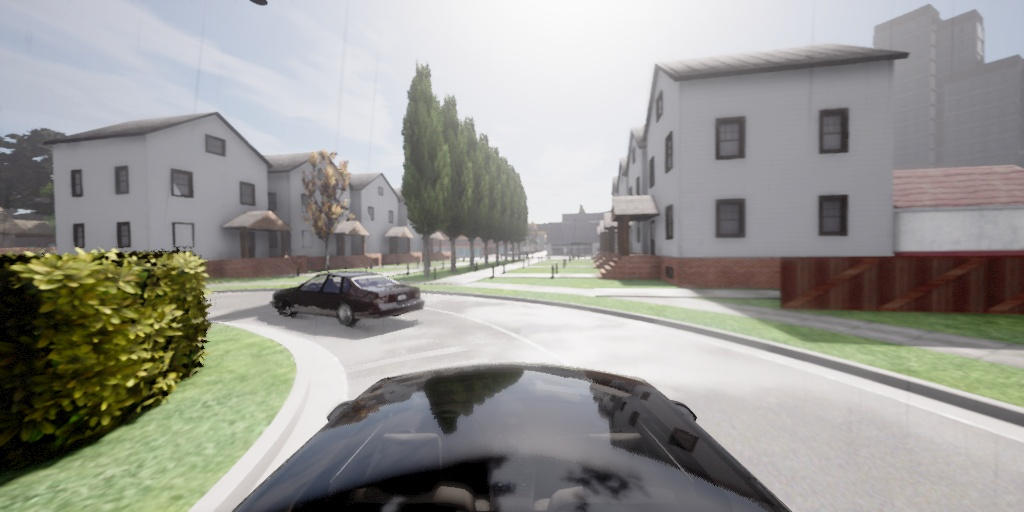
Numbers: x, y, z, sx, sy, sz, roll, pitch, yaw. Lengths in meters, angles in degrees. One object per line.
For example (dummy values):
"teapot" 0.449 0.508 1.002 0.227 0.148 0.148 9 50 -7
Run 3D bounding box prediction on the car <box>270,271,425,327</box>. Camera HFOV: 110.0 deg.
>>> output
"car" -5.154 1.178 11.005 5.357 1.411 2.033 0 1 30
